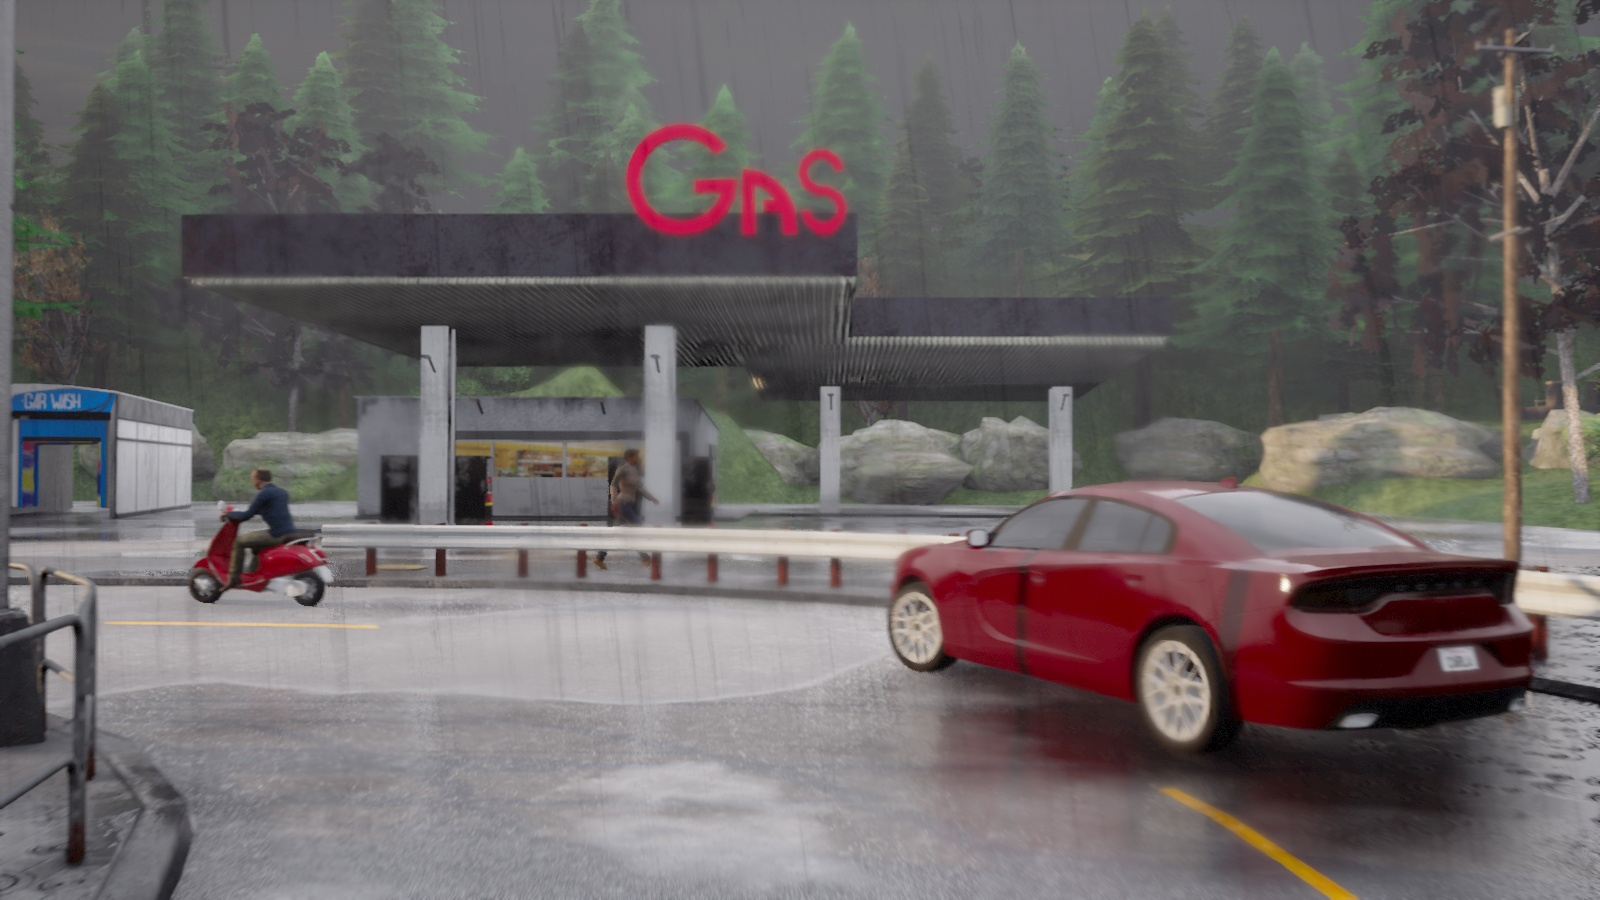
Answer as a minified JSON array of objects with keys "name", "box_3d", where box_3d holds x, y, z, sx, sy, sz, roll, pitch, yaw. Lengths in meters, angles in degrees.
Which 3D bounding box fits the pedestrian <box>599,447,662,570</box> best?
[{"name":"pedestrian","box_3d":[-2.510,0.863,18.611,0.869,1.805,0.328,0,-1,10]}]

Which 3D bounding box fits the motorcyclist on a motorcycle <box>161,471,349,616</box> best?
[{"name":"motorcyclist on a motorcycle","box_3d":[-6.280,1.052,14.509,1.817,1.590,0.866,0,0,12]}]

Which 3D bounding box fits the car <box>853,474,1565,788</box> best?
[{"name":"car","box_3d":[2.331,0.940,8.832,1.882,1.535,5.008,0,-1,-24]}]
